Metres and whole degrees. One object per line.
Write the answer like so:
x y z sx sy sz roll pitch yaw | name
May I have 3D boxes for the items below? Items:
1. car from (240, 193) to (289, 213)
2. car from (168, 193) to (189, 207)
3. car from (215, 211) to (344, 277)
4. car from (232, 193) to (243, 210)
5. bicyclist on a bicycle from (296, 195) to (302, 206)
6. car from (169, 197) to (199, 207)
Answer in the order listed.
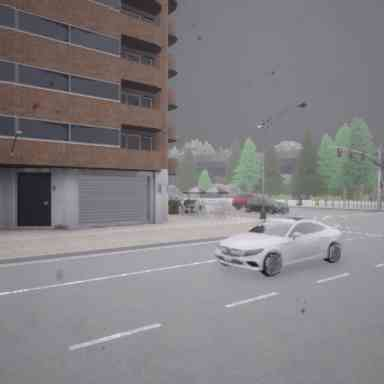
7.484 1.297 33.305 2.097 1.767 4.553 0 0 -36 | car
-3.209 1.165 47.202 5.566 2.045 2.150 0 0 42 | car
2.868 1.526 10.340 4.674 1.442 1.812 0 0 -35 | car
7.231 1.166 39.643 2.150 2.045 5.566 0 0 -36 | car
15.294 1.245 47.289 1.656 1.620 0.582 0 0 -36 | bicyclist on a bicycle
-1.235 1.471 49.879 4.674 1.442 1.812 1 1 44 | car
